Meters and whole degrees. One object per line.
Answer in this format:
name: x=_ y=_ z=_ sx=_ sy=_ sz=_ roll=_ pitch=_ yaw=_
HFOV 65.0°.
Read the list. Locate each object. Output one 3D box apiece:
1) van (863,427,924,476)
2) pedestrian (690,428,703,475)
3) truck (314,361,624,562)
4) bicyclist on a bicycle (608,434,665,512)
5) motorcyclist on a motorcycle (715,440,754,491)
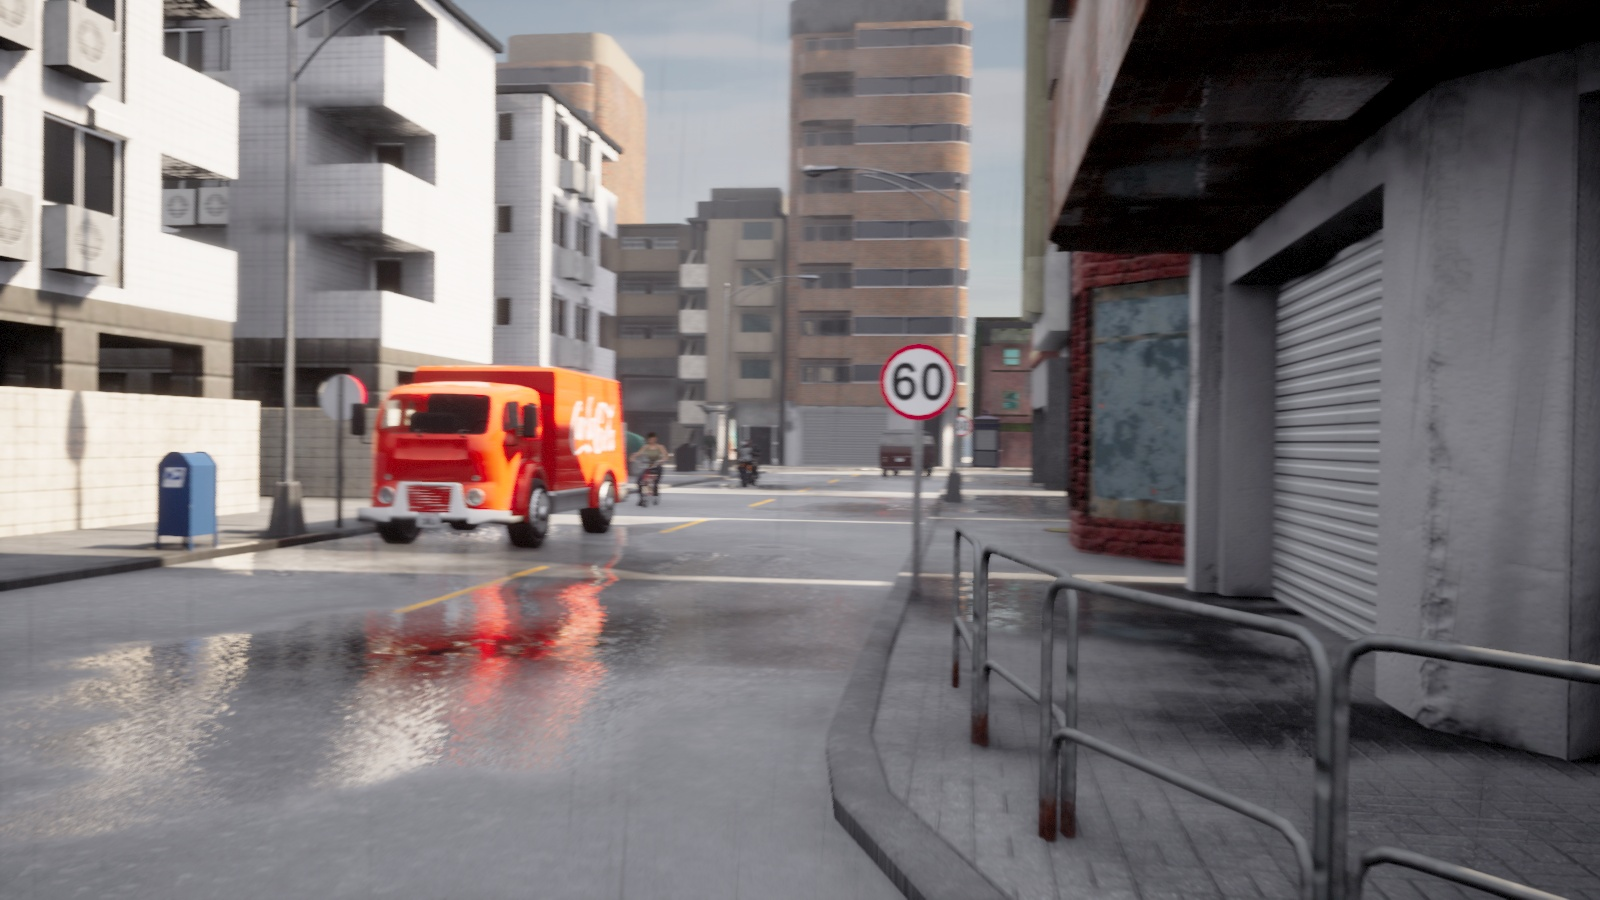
van: x=3.992 y=0.048 z=52.896 sx=1.775 sy=1.987 sz=4.442 roll=0 pitch=0 yaw=15
pedestrian: x=-4.324 y=0.046 z=52.495 sx=0.423 sy=1.949 sz=0.788 roll=0 pitch=0 yaw=6
truck: x=-4.495 y=0.124 z=18.194 sx=2.627 sy=2.467 sz=5.204 roll=0 pitch=0 yaw=6
bicyclist on a bicycle: x=-3.464 y=0.474 z=26.788 sx=0.866 sy=1.612 sz=1.509 roll=0 pitch=0 yaw=7
motorcyclist on a motorcycle: x=-2.015 y=0.469 z=38.935 sx=0.866 sy=1.530 sz=2.191 roll=0 pitch=0 yaw=7
